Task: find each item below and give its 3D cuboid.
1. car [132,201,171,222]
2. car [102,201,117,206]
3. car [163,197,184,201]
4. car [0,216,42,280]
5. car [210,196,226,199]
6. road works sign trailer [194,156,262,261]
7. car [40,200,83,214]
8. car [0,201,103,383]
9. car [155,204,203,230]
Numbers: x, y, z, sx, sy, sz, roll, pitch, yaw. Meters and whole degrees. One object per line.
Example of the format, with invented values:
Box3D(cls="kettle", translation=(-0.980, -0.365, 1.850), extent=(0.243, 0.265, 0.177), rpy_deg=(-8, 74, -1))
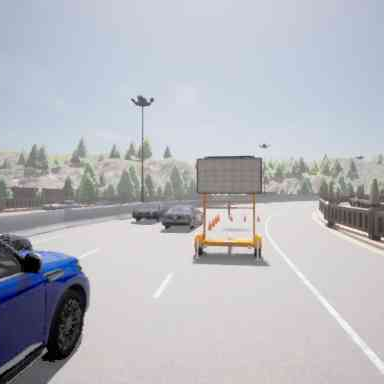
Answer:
Box3D(cls="car", translation=(-2.916, 1.597, 26.078), extent=(1.895, 1.301, 4.718), rpy_deg=(0, 0, 14))
Box3D(cls="car", translation=(-8.589, 1.572, 32.265), extent=(1.994, 1.385, 4.181), rpy_deg=(0, 0, 17))
Box3D(cls="car", translation=(-3.146, 1.525, 53.871), extent=(1.837, 1.490, 4.892), rpy_deg=(-1, 0, 30))
Box3D(cls="car", translation=(-5.856, 1.506, 8.060), extent=(1.837, 1.490, 4.892), rpy_deg=(0, 0, 6))
Box3D(cls="car", translation=(5.739, 1.553, 72.719), extent=(2.128, 1.511, 4.902), rpy_deg=(0, 0, 40))
Box3D(cls="road works sign trailer", translation=(1.389, 0.466, 12.405), extent=(2.380, 3.560, 2.880), rpy_deg=(0, 0, 9))
Box3D(cls="car", translation=(-14.450, 1.625, 37.043), extent=(1.895, 1.301, 4.718), rpy_deg=(0, 0, 19))
Box3D(cls="car", translation=(-2.886, 1.221, 2.886), extent=(2.150, 2.045, 5.566), rpy_deg=(0, 0, 6))
Box3D(cls="car", translation=(-0.439, 1.542, 21.393), extent=(2.033, 1.411, 5.357), rpy_deg=(0, 0, 12))
